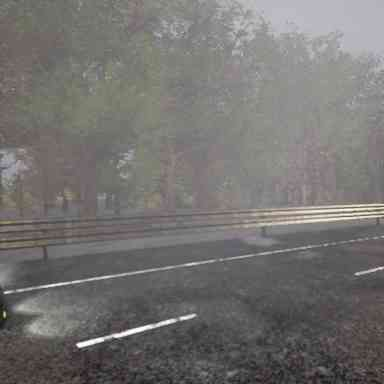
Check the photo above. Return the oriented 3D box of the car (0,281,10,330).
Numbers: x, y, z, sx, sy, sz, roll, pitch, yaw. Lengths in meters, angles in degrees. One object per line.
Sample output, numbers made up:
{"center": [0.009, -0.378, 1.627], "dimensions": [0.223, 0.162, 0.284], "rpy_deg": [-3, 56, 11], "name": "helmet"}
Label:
{"center": [-4.866, 1.560, 4.508], "dimensions": [4.181, 1.385, 1.994], "rpy_deg": [0, 0, -36], "name": "car"}
